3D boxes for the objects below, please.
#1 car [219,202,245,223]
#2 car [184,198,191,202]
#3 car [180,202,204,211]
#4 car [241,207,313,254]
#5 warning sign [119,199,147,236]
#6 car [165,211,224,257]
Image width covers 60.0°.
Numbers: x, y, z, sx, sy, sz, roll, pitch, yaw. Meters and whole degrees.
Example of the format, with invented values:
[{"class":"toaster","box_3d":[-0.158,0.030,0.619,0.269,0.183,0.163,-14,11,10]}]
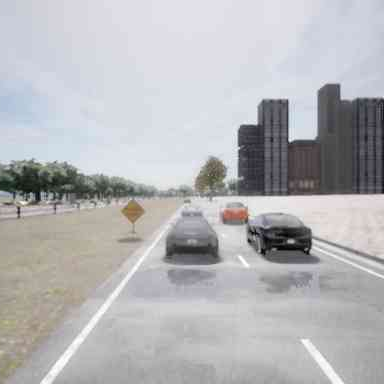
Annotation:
[{"class":"car","box_3d":[3.522,1.621,28.408,2.097,1.767,4.553,0,-1,1]},{"class":"car","box_3d":[-1.231,2.376,87.284,1.812,1.442,4.674,0,-1,0]},{"class":"car","box_3d":[0.008,1.809,27.504,2.033,1.411,5.357,0,-1,0]},{"class":"car","box_3d":[3.530,1.614,14.226,1.882,1.535,5.008,0,0,1]},{"class":"warning sign","box_3d":[-3.046,1.281,17.283,1.300,1.860,1.060,0,0,0]},{"class":"car","box_3d":[0.023,1.694,13.479,1.994,1.385,4.181,0,0,1]}]
